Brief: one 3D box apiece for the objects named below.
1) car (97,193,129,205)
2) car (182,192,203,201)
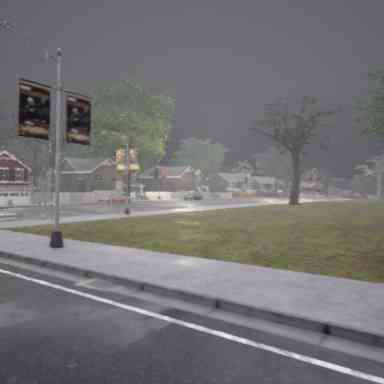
[{"bbox_3d":[-10.991,0.905,46.671,2.097,1.767,4.553,2,1,36],"label":"car"},{"bbox_3d":[0.128,0.878,61.831,2.097,1.767,4.553,2,1,36],"label":"car"}]
